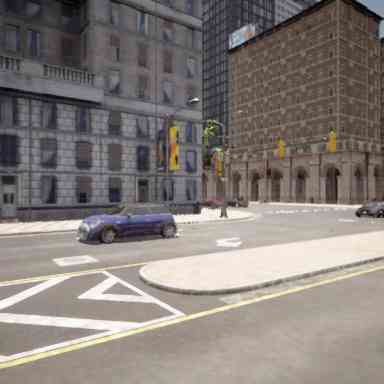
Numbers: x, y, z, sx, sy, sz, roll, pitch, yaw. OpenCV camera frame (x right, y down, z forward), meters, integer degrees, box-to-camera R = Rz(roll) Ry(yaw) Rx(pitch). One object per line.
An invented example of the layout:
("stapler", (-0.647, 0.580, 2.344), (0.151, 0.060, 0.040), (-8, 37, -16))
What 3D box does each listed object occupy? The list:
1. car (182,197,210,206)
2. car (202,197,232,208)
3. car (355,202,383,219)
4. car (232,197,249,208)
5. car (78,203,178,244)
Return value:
("car", (0.563, 1.536, 56.580), (2.033, 1.411, 5.357), (0, 0, -34))
("car", (3.006, 1.515, 46.956), (1.812, 1.442, 4.674), (0, 0, -35))
("car", (16.201, 1.553, 29.220), (4.181, 1.385, 1.994), (0, 0, -35))
("car", (6.213, 1.493, 48.473), (1.837, 1.490, 4.892), (0, 0, -35))
("car", (-3.012, 1.350, 15.890), (4.553, 1.767, 2.097), (0, 0, -35))
